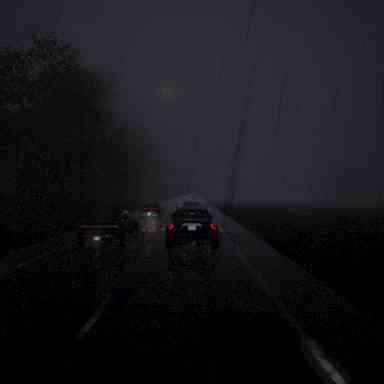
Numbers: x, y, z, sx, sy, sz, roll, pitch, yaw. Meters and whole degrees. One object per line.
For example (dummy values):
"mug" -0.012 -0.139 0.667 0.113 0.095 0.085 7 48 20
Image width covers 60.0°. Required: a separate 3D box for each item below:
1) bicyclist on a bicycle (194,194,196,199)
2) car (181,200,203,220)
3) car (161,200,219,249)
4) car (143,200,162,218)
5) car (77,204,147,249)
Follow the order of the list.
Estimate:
"bicyclist on a bicycle" 0.962 1.392 95.482 0.659 1.776 1.843 0 0 0
"car" 0.000 1.522 29.651 1.837 1.490 4.892 0 0 0
"car" 0.000 1.368 14.621 2.097 1.767 4.553 0 0 0
"car" -3.500 1.522 29.651 1.837 1.490 4.892 0 0 0
"car" -3.500 1.497 14.651 2.128 1.511 4.902 0 0 0
